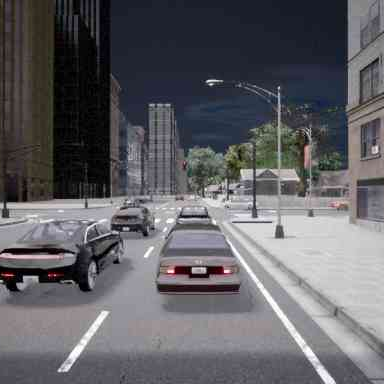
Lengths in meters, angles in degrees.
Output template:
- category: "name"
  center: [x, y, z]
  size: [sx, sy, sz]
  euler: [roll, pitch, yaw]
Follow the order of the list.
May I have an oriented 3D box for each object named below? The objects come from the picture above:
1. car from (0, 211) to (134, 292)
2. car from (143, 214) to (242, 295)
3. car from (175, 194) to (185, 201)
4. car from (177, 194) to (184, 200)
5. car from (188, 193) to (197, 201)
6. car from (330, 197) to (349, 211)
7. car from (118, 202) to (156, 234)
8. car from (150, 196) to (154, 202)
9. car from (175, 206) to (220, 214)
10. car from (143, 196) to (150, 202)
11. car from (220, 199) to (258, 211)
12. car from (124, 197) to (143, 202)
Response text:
- category: "car"
  center: [-3.142, 1.492, 8.930]
  size: [2.128, 1.511, 4.902]
  euler: [0, 0, 0]
- category: "car"
  center: [0.100, 1.545, 8.857]
  size: [2.033, 1.411, 5.357]
  euler: [0, 0, -1]
- category: "car"
  center: [-3.161, 1.342, 83.997]
  size: [2.097, 1.767, 4.553]
  euler: [0, 0, 0]
- category: "car"
  center: [-3.150, 1.311, 94.032]
  size: [1.882, 1.535, 5.008]
  euler: [0, 0, 0]
- category: "car"
  center: [0.089, 1.511, 84.023]
  size: [1.812, 1.442, 4.674]
  euler: [0, 0, 0]
- category: "car"
  center: [19.407, 1.401, 40.751]
  size: [4.553, 1.767, 2.097]
  euler: [0, -1, 0]
- category: "car"
  center: [-3.131, 1.504, 18.190]
  size: [1.837, 1.490, 4.892]
  euler: [0, 0, 0]
- category: "car"
  center: [-9.672, 1.517, 73.308]
  size: [1.812, 1.442, 4.674]
  euler: [0, 0, 0]
- category: "car"
  center: [0.117, 1.491, 17.910]
  size: [2.128, 1.511, 4.902]
  euler: [0, 0, 0]
- category: "car"
  center: [-9.726, 1.595, 63.196]
  size: [1.895, 1.301, 4.718]
  euler: [0, 0, 1]
- category: "car"
  center: [5.713, 1.573, 40.871]
  size: [4.674, 1.442, 1.812]
  euler: [0, -1, 1]
- category: "car"
  center: [-9.769, 1.487, 53.876]
  size: [2.128, 1.511, 4.902]
  euler: [0, 0, 1]
